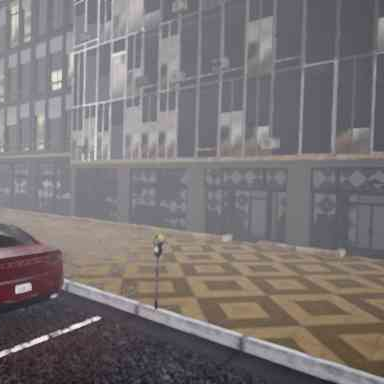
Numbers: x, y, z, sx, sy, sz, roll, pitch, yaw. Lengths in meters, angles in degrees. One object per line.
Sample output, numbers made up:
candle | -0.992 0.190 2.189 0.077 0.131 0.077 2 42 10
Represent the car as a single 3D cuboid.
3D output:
car | -4.583 1.241 6.521 5.008 1.535 1.882 2 1 35
